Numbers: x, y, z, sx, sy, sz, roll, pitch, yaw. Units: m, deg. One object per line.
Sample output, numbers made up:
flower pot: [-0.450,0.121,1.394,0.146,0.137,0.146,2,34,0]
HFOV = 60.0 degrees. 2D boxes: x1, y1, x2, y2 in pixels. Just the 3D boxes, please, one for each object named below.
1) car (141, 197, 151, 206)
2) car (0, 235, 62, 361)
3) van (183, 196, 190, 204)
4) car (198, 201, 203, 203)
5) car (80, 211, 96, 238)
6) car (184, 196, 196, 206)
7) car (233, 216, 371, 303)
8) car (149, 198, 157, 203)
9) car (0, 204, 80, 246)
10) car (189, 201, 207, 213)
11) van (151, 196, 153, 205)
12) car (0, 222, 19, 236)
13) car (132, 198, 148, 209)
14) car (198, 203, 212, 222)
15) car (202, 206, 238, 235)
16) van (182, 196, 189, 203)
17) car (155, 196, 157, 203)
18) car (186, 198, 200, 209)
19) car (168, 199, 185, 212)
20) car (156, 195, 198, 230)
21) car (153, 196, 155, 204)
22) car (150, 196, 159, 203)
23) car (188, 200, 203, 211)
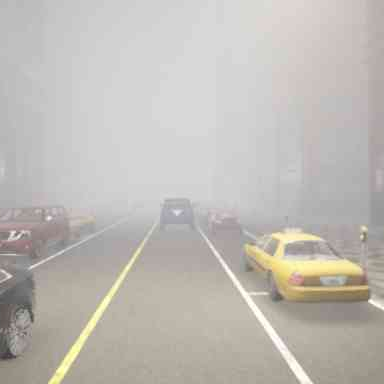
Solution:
car: [-8.680,1.989,58.121,1.947,1.339,4.313,0,0,-3]
car: [-3.210,1.530,3.170,2.128,1.511,4.902,0,0,-3]
van: [-1.314,1.874,81.019,1.690,1.788,3.998,0,0,-3]
car: [1.256,1.707,30.684,1.752,1.417,4.829,0,0,-3]
car: [-6.667,1.679,18.675,1.752,1.417,4.829,0,0,-3]
car: [-0.455,1.729,64.184,2.192,1.841,5.009,0,0,-3]
car: [2.402,1.562,8.239,1.752,1.417,4.829,0,0,-3]
car: [-10.112,2.203,86.175,1.802,1.307,4.206,0,0,-3]
car: [-6.390,1.434,13.235,2.192,1.841,5.009,0,0,-3]
car: [0.692,1.824,41.737,1.947,1.339,4.313,0,0,-3]
van: [-8.968,1.803,63.733,1.690,1.788,3.998,0,0,-3]
car: [-6.103,1.634,7.622,2.008,1.369,4.403,0,0,-3]
car: [-8.394,1.966,52.510,1.802,1.307,4.206,0,0,-3]
car: [1.551,1.726,24.903,1.802,1.307,4.206,0,0,-3]
car: [1.838,1.690,19.292,1.802,1.307,4.206,0,0,-3]
van: [-1.601,1.914,86.629,1.690,1.788,3.998,0,0,-3]
car: [-9.539,2.107,74.954,1.947,1.339,4.313,0,0,-3]
car: [0.118,1.776,52.961,1.967,1.590,4.097,0,0,-3]
car: [-2.090,1.779,44.001,2.128,1.511,4.902,0,-1,-3]
car: [-0.987,1.366,22.260,2.150,2.045,5.566,0,0,-3]
car: [-9.253,2.046,69.343,1.887,1.381,4.507,0,0,-3]
car: [-10.400,1.976,91.788,2.192,1.841,5.009,0,0,-3]
car: [0.405,1.842,47.349,1.887,1.381,4.507,0,0,-3]
